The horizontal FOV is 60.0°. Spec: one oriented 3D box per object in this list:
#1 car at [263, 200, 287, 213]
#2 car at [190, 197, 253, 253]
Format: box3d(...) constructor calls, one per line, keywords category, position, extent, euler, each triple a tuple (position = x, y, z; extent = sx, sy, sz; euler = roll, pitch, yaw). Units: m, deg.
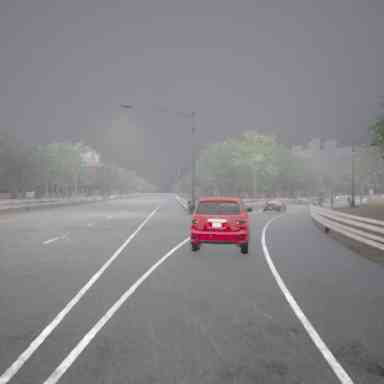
box3d(category="car", position=(9.577, 1.591, 38.276), extent=(1.812, 1.442, 4.674), euler=(0, 0, 27))
box3d(category="car", position=(1.348, 1.235, 14.134), extent=(2.150, 2.045, 5.566), euler=(0, 0, 10))
